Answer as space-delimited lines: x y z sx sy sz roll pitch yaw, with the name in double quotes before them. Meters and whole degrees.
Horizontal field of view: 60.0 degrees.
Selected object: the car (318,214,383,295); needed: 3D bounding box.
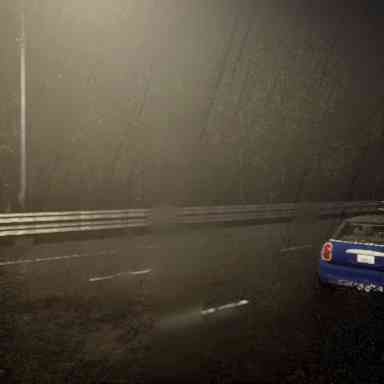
"car" 4.891 1.338 8.157 2.097 1.767 4.553 0 0 43
